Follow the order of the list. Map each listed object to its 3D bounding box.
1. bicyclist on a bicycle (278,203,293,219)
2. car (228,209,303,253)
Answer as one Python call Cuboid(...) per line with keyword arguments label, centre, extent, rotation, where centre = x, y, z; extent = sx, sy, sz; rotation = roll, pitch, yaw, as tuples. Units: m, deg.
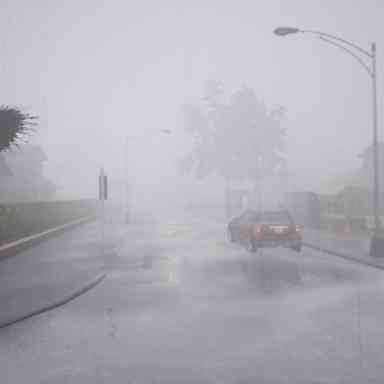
Cuboid(label="bicyclist on a bicycle", centre=(6.187, 1.587, 22.826), extent=(1.656, 1.620, 0.582), rotation=(-1, -1, -8))
Cuboid(label="car", centre=(3.033, 1.519, 14.731), extent=(2.097, 1.767, 4.553), rotation=(-1, -1, -7))
